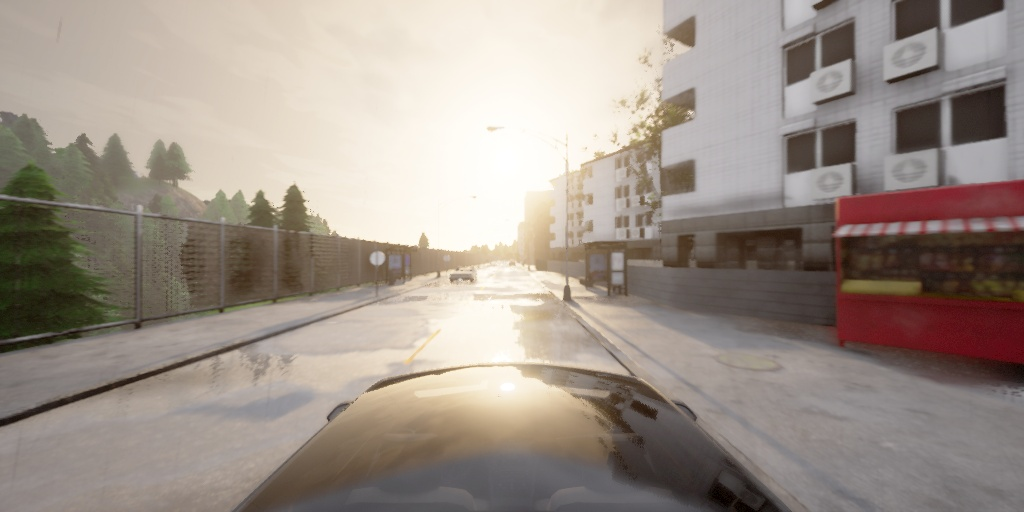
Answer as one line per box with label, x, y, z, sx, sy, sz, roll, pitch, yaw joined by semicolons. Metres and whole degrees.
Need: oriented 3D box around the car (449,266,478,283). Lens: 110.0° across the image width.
car;-3.993;1.511;29.927;1.895;1.301;4.718;0;0;0
